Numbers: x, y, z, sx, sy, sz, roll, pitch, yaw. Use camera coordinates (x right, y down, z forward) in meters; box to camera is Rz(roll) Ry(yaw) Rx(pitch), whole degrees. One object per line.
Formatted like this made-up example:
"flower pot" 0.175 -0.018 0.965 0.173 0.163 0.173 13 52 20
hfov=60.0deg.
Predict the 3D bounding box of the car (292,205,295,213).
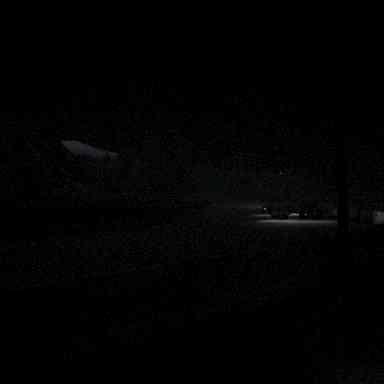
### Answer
"car" 16.413 2.882 55.699 1.837 1.490 4.892 -1 -2 8

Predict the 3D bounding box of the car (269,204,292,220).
"car" 10.581 2.538 39.958 1.812 1.442 4.674 -1 -2 11

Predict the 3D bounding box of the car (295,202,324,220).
"car" 14.084 2.169 39.597 2.150 2.045 5.566 -1 -2 11

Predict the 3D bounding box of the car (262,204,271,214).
"car" 12.837 2.779 55.471 2.097 1.767 4.553 -1 -2 8
